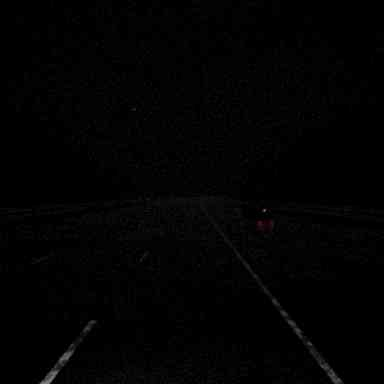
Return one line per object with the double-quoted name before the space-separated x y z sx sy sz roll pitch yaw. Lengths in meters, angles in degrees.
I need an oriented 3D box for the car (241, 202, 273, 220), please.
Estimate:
"car" 6.058 1.713 31.337 2.033 1.649 4.856 0 -1 -7
